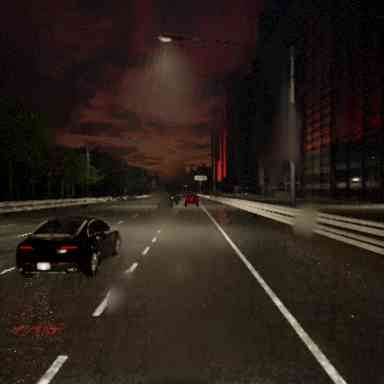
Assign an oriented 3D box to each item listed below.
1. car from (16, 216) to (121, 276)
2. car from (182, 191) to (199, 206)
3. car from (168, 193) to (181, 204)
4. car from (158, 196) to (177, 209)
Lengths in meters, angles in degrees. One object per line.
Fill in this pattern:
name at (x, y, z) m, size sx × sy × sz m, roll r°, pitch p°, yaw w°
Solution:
car at (-3.505, 1.505, 10.270) m, size 1.837 × 1.490 × 4.892 m, roll 0°, pitch 0°, yaw 0°
car at (-0.050, 1.277, 54.418) m, size 2.150 × 2.045 × 5.566 m, roll 0°, pitch 0°, yaw 0°
car at (-3.708, 1.301, 64.501) m, size 2.150 × 2.045 × 5.566 m, roll 0°, pitch 0°, yaw 0°
car at (-3.605, 1.582, 45.933) m, size 2.033 × 1.411 × 5.357 m, roll 0°, pitch 0°, yaw 0°
